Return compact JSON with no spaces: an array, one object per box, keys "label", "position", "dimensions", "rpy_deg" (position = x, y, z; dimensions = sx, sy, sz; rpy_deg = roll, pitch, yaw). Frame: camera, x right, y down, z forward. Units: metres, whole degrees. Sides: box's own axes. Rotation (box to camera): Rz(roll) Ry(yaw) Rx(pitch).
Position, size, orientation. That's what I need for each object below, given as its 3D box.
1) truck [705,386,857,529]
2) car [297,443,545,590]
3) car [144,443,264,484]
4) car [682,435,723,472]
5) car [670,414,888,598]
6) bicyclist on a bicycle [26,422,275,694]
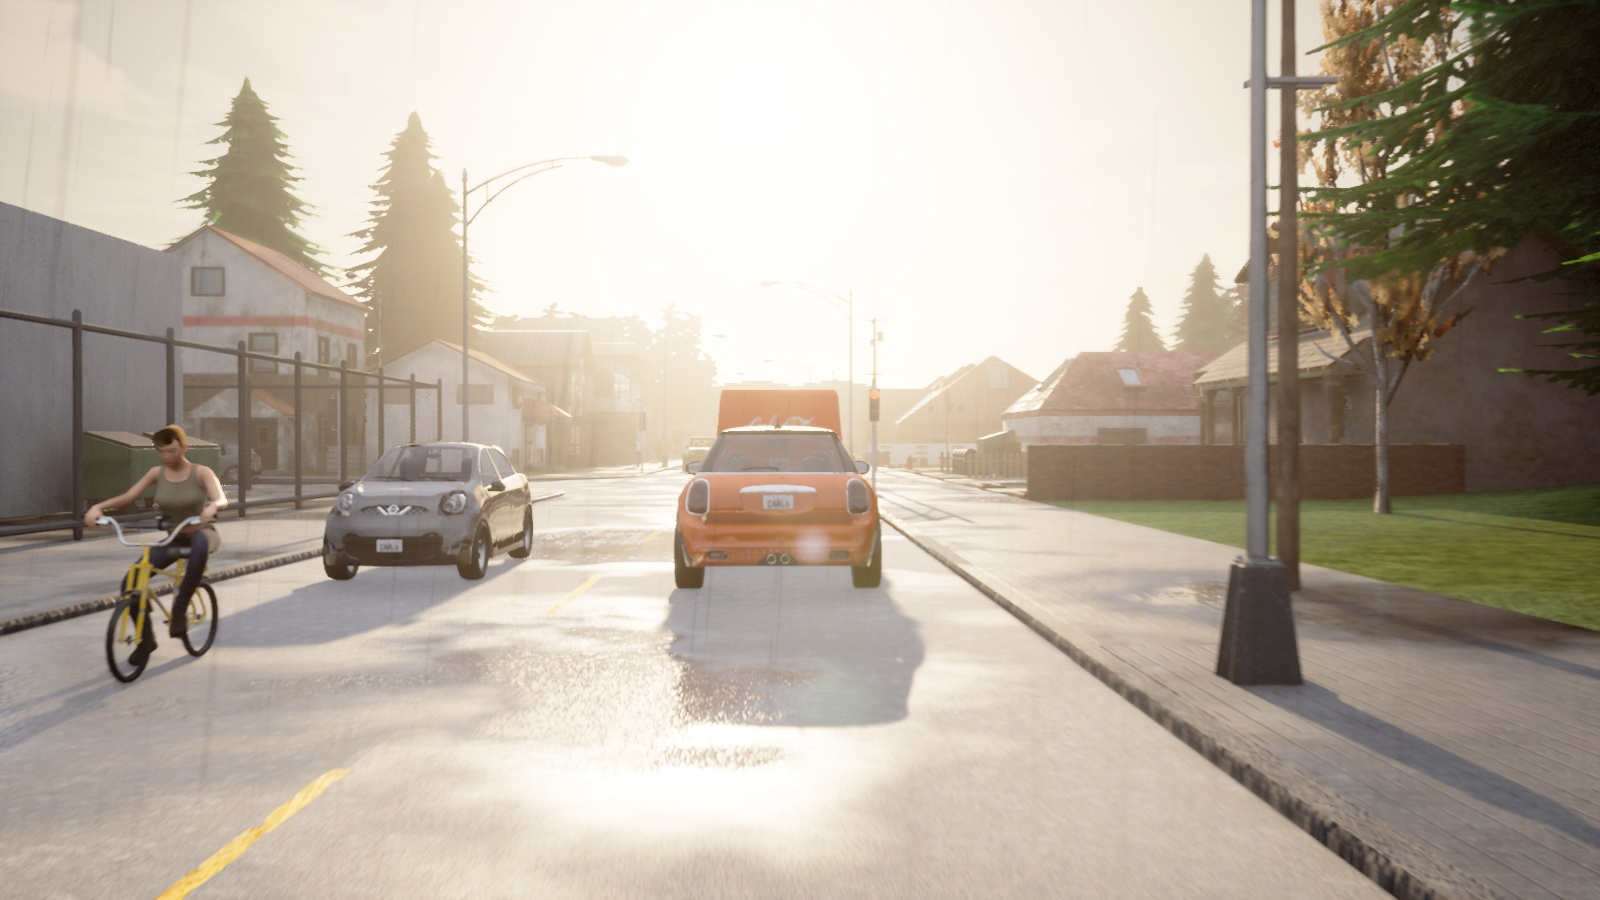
[{"label":"truck","position":[-0.400,0.121,24.242],"dimensions":[2.627,2.467,5.204],"rpy_deg":[0,0,-2]},{"label":"car","position":[-4.244,0.675,14.669],"dimensions":[1.845,1.501,3.633],"rpy_deg":[0,0,-1]},{"label":"car","position":[-22.308,0.483,47.122],"dimensions":[3.633,1.501,1.845],"rpy_deg":[0,0,-1]},{"label":"car","position":[-5.136,0.165,66.520],"dimensions":[1.905,1.878,3.866],"rpy_deg":[0,0,-1]},{"label":"car","position":[-0.239,0.524,14.364],"dimensions":[2.097,1.767,4.553],"rpy_deg":[0,0,-1]},{"label":"bicyclist on a bicycle","position":[-4.169,0.634,8.208],"dimensions":[0.866,1.612,1.509],"rpy_deg":[0,0,-1]}]
